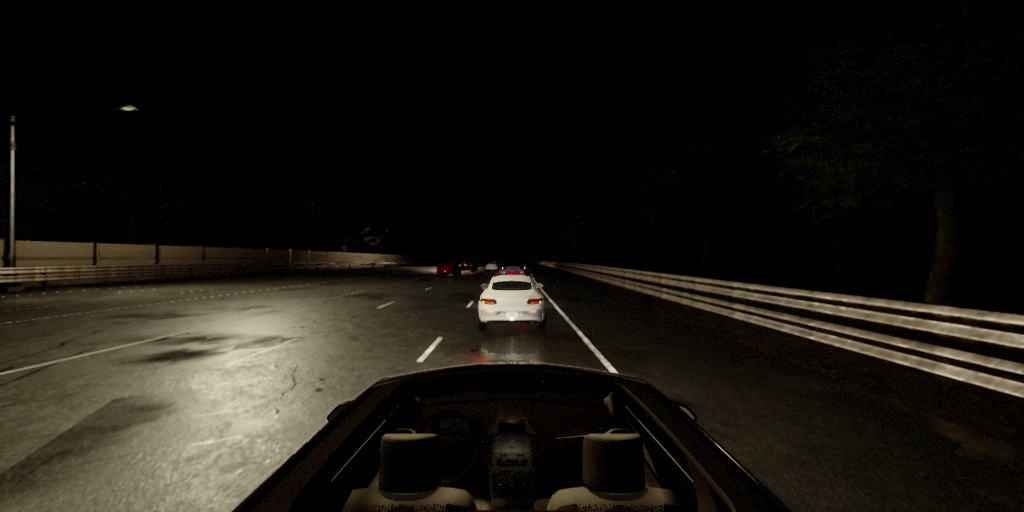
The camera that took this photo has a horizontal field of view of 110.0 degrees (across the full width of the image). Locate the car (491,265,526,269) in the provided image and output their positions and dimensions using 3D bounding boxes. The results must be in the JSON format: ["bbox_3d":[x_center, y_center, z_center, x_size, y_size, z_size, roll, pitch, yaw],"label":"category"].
[{"bbox_3d":[0.022,1.368,20.153,1.895,1.301,4.718,0,0,0],"label":"car"}]

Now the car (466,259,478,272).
[{"bbox_3d":[-6.064,1.307,49.800,2.097,1.767,4.553,0,0,3],"label":"car"}]

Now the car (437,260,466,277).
[{"bbox_3d":[-6.493,1.342,37.599,1.882,1.535,5.008,0,0,2],"label":"car"}]

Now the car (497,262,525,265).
[{"bbox_3d":[0.133,1.347,28.118,1.994,1.385,4.181,0,0,1],"label":"car"}]

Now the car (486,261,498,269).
[{"bbox_3d":[-2.564,1.464,49.453,1.812,1.442,4.674,0,0,3],"label":"car"}]

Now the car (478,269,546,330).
[{"bbox_3d":[-0.002,1.285,11.083,1.812,1.442,4.674,0,0,0],"label":"car"}]
